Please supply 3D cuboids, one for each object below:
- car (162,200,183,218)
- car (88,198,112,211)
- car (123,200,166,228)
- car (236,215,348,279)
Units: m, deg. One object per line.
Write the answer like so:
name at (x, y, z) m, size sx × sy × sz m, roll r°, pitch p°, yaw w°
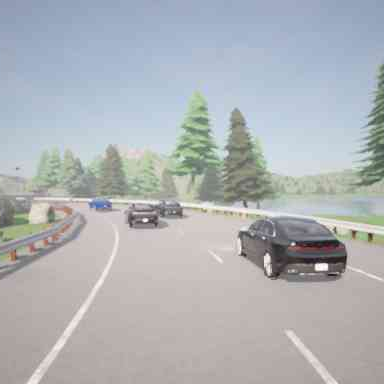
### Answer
car at (-2.254, 1.433, 29.371) m, size 2.128 × 1.511 × 4.902 m, roll 0°, pitch 0°, yaw -20°
car at (-11.023, 1.436, 39.676) m, size 1.882 × 1.535 × 5.008 m, roll 0°, pitch 0°, yaw -30°
car at (-3.439, 1.456, 22.005) m, size 2.128 × 1.511 × 4.902 m, roll 0°, pitch 0°, yaw -16°
car at (2.684, 1.469, 10.024) m, size 1.837 × 1.490 × 4.892 m, roll 0°, pitch 0°, yaw -7°
